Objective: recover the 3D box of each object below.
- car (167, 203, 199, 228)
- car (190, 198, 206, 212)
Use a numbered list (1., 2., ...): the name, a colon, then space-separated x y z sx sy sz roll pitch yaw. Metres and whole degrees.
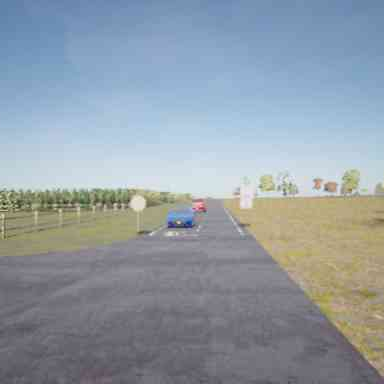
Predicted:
1. car: -0.749 1.863 25.500 1.882 1.535 5.008 -1 -1 4
2. car: 0.929 1.851 48.621 2.150 2.045 5.566 -1 -1 4
